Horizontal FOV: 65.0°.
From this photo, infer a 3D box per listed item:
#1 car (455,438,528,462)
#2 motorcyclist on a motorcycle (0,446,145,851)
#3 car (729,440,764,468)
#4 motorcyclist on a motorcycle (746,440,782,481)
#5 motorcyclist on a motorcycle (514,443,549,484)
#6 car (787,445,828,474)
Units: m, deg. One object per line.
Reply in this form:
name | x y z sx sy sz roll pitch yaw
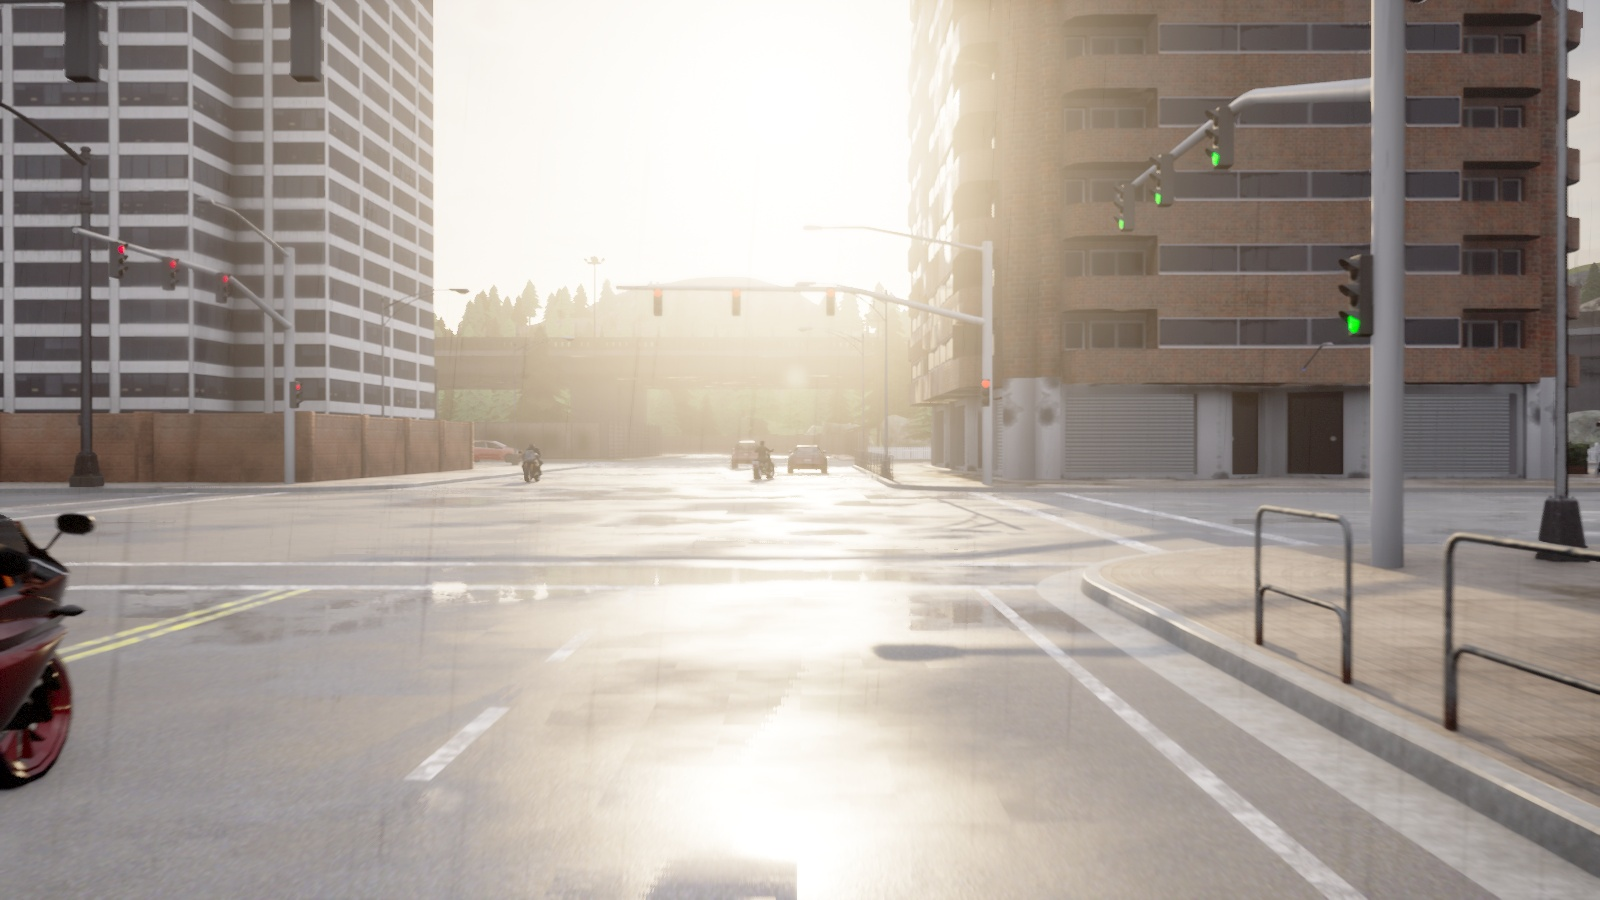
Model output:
car | -21.816 0.015 88.864 4.611 1.667 2.242 0 0 0
motorcyclist on a motorcycle | -3.458 0.752 4.696 0.866 1.530 2.191 0 0 0
car | -3.079 0.229 73.360 1.851 1.617 3.988 0 0 0
motorcyclist on a motorcycle | -1.439 0.407 51.187 0.766 1.649 2.350 0 0 16
motorcyclist on a motorcycle | -10.217 0.504 47.857 0.866 1.530 2.191 0 0 0
car | 0.368 0.457 62.624 1.994 1.385 4.181 0 0 0
